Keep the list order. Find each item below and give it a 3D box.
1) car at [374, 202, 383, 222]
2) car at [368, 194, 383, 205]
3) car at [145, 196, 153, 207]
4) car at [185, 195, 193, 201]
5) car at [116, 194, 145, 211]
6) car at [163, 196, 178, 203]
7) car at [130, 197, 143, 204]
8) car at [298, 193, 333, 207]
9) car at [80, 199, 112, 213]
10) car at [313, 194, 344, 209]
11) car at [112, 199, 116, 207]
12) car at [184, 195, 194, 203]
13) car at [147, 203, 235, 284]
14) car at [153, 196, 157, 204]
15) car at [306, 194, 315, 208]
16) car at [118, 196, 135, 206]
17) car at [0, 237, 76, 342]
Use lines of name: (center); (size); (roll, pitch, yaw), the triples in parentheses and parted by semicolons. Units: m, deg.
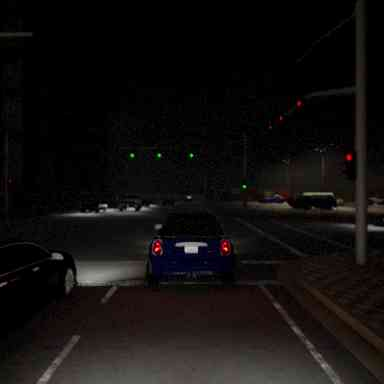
car: (15.194, 1.583, 22.315); (4.674, 1.442, 1.812); (0, 0, 0)
car: (36.287, 1.214, 62.358); (4.605, 1.855, 1.932); (0, 0, 0)
car: (-7.629, 1.613, 51.585); (1.895, 1.301, 4.718); (0, 0, 0)
car: (-0.662, 1.403, 78.245); (1.812, 1.442, 4.674); (0, 0, 0)
car: (-7.606, 1.232, 41.557); (2.150, 2.045, 5.566); (0, 0, -2)
car: (-3.975, 1.614, 57.903); (1.895, 1.301, 4.718); (0, 0, 0)
car: (-11.114, 1.617, 66.950); (1.895, 1.301, 4.718); (0, 0, 0)
car: (21.210, 1.216, 56.849); (4.605, 1.855, 1.932); (0, 0, 0)
car: (-11.082, 1.558, 37.906); (2.033, 1.411, 5.357); (0, 0, 0)
car: (21.244, 1.457, 51.271); (3.806, 1.475, 1.970); (0, 0, 0)
car: (-11.122, 1.613, 47.495); (1.895, 1.301, 4.718); (0, 0, 0)
car: (-0.619, 1.615, 68.176); (1.895, 1.301, 4.718); (0, 0, 0)
car: (-0.038, 1.365, 9.774); (2.097, 1.767, 4.553); (0, 0, -1)
car: (-7.622, 1.506, 61.744); (2.128, 1.511, 4.902); (0, 0, 0)
car: (21.253, 1.426, 54.166); (3.905, 1.438, 1.784); (0, 0, 0)
car: (-11.135, 1.492, 56.973); (1.882, 1.535, 5.008); (0, 0, 0)
car: (-3.487, 1.507, 5.538); (1.837, 1.490, 4.892); (0, 0, 0)
